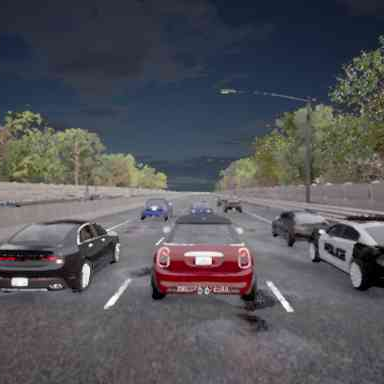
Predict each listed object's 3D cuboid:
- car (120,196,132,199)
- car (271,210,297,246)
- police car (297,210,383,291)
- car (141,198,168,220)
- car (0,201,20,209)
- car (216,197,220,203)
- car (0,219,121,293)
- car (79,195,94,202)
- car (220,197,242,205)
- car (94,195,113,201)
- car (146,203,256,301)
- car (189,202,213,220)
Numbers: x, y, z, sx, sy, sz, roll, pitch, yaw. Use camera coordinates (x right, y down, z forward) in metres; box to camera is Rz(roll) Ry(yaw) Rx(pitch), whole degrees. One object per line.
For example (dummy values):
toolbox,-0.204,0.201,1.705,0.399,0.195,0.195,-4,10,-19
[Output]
car,-12.505,1.418,63.789,1.895,1.301,4.718,0,0,2
car,4.886,1.538,15.097,1.812,1.442,4.674,0,0,1
police car,4.744,1.446,9.208,1.930,1.638,5.238,0,0,1
car,-2.777,1.289,27.073,2.097,1.767,4.553,0,0,1
car,-13.584,1.353,22.686,2.128,1.511,4.902,0,0,1
car,4.684,1.471,50.111,1.837,1.490,4.892,0,0,1
car,-3.220,1.466,8.759,1.837,1.490,4.892,0,0,1
car,-19.546,1.268,62.122,1.837,1.490,4.892,0,0,2
car,4.373,1.483,36.428,1.837,1.490,4.892,0,0,2
car,-16.063,1.301,61.692,1.837,1.490,4.892,0,0,2
car,0.278,1.340,8.532,2.097,1.767,4.553,0,0,1
car,0.753,1.563,28.327,1.895,1.301,4.718,0,0,1
